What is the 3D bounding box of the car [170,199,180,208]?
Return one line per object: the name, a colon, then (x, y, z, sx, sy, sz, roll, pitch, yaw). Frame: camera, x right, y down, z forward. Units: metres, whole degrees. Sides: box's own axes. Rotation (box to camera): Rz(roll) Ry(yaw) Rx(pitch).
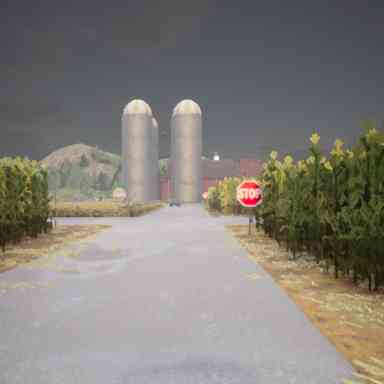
car: (-3.100, 2.075, 61.295, 2.033, 1.411, 5.357, 0, -1, 0)
